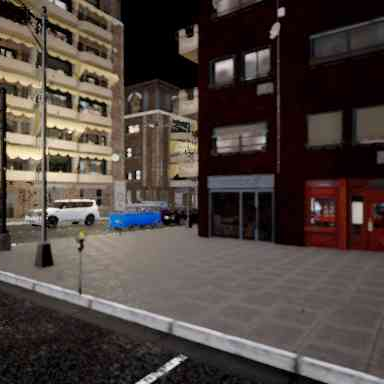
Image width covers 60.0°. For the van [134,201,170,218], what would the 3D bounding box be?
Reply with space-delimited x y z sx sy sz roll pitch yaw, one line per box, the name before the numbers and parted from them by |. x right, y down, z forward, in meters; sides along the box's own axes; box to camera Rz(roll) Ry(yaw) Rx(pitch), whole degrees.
van | -4.399 1.940 37.035 1.690 1.788 3.998 -1 -2 35

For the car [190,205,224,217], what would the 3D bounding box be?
car | 1.931 2.339 41.427 1.895 1.301 4.718 0 -1 36

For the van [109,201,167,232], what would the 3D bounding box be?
van | -3.843 1.728 23.114 1.690 1.788 3.998 -1 -2 35

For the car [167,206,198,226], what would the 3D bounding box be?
car | -0.771 2.059 27.722 1.947 1.339 4.313 -1 -2 35

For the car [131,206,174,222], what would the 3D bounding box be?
car | -3.879 2.110 33.264 1.994 1.385 4.181 0 -1 35

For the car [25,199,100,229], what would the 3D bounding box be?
car | -9.623 1.577 25.221 2.150 2.045 5.566 0 -1 34
